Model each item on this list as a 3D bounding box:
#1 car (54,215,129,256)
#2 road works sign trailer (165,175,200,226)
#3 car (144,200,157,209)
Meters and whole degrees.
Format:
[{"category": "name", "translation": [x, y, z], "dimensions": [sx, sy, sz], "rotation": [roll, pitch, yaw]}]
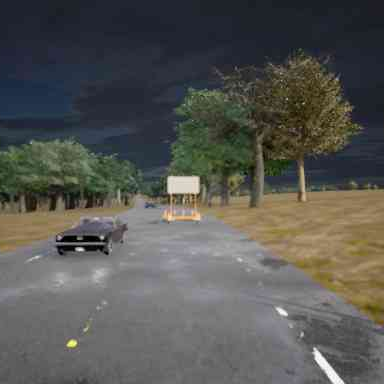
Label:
[{"category": "car", "translation": [-3.834, 1.636, 13.409], "dimensions": [1.895, 1.301, 4.718], "rotation": [0, 0, -2]}, {"category": "road works sign trailer", "translation": [-0.629, 0.538, 24.374], "dimensions": [2.380, 3.560, 2.880], "rotation": [0, 0, -4]}, {"category": "car", "translation": [-6.782, 2.088, 54.700], "dimensions": [2.033, 1.411, 5.357], "rotation": [0, -1, -6]}]
